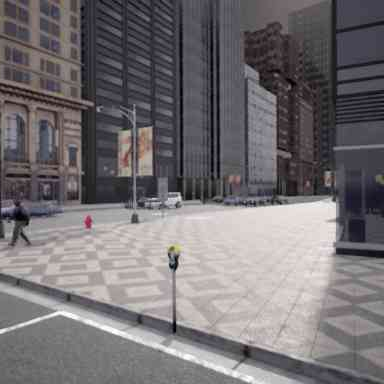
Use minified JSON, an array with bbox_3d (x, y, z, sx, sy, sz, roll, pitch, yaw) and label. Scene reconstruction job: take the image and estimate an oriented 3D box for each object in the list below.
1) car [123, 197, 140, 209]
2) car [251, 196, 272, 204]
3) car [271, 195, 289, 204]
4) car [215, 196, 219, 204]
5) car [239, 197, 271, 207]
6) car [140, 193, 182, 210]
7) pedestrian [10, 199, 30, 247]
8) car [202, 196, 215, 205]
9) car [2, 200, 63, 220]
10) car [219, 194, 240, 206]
[{"bbox_3d":[-6.733,1.423,42.823,1.837,1.490,4.892,0,0,35],"label":"car"},{"bbox_3d":[12.276,1.436,58.310,1.895,1.301,4.718,0,0,35],"label":"car"},{"bbox_3d":[14.913,1.319,56.411,1.837,1.490,4.892,0,0,35],"label":"car"},{"bbox_3d":[6.243,1.168,55.403,1.837,1.490,4.892,0,0,35],"label":"car"},{"bbox_3d":[9.189,1.428,48.208,1.895,1.301,4.718,0,0,36],"label":"car"},{"bbox_3d":[-3.470,1.116,41.818,2.150,2.045,5.566,0,0,35],"label":"car"},{"bbox_3d":[-6.420,1.127,12.400,0.375,1.860,0.375,0,-1,35],"label":"pedestrian"},{"bbox_3d":[3.589,1.426,57.277,1.837,1.490,4.892,0,0,35],"label":"car"},{"bbox_3d":[-13.500,1.485,27.616,2.033,1.411,5.357,0,0,35],"label":"car"},{"bbox_3d":[6.774,1.394,50.420,2.033,1.411,5.357,0,0,36],"label":"car"}]
